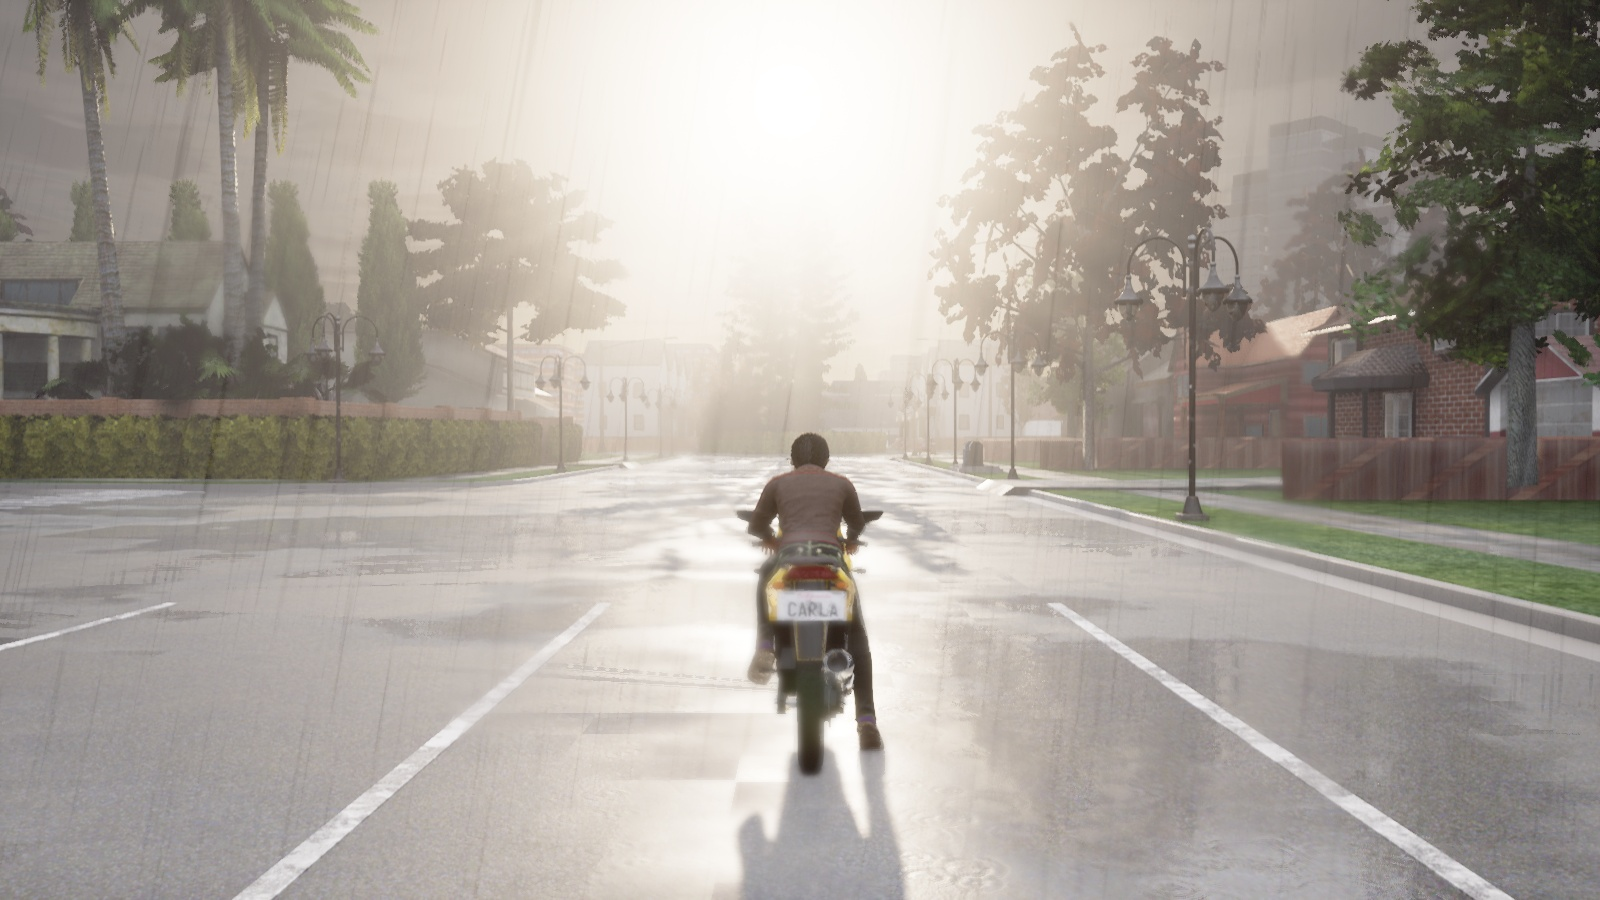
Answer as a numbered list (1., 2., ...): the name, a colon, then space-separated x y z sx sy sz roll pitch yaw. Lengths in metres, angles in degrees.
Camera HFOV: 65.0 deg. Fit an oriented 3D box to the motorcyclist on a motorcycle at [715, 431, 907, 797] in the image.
1. motorcyclist on a motorcycle: 0.049 0.672 6.244 0.797 1.523 2.044 0 1 0
